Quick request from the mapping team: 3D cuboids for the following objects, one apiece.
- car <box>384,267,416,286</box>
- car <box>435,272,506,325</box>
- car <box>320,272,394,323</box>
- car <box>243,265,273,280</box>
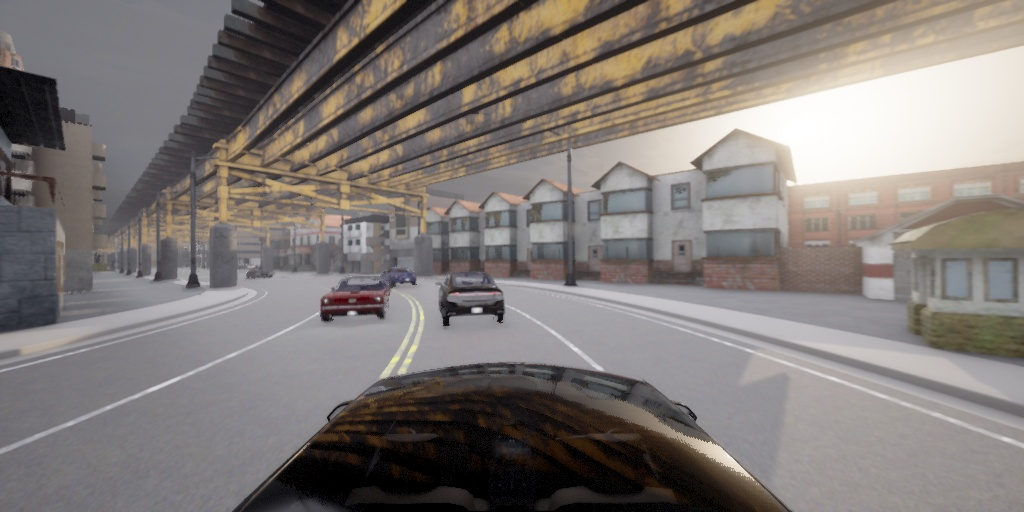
[{"bbox_3d":[-9.097,1.614,28.598,1.812,1.442,4.674,0,-1,-35],"label":"car"},{"bbox_3d":[-1.493,1.277,12.064,2.128,1.511,4.902,0,0,-13],"label":"car"},{"bbox_3d":[-5.384,1.429,12.802,1.895,1.301,4.718,0,-1,-17],"label":"car"},{"bbox_3d":[-31.646,2.208,44.944,4.181,1.385,1.994,-1,-1,40],"label":"car"}]
